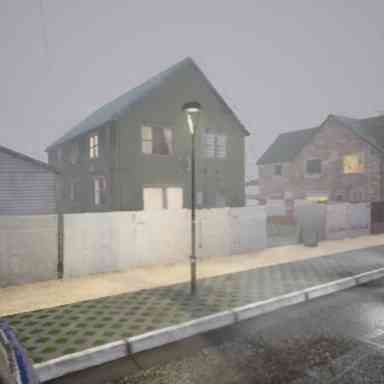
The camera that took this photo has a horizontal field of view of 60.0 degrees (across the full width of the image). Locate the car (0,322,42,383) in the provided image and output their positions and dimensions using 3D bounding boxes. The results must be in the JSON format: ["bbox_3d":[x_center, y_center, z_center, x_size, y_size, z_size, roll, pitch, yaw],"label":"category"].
[{"bbox_3d":[-2.808,1.354,1.052,4.553,1.767,2.097,0,0,-36],"label":"car"}]
